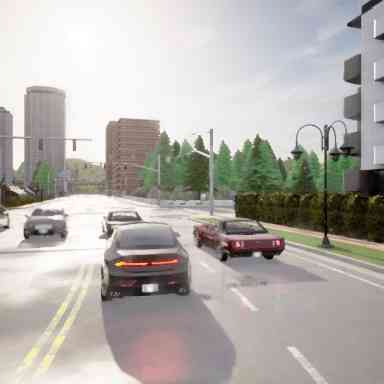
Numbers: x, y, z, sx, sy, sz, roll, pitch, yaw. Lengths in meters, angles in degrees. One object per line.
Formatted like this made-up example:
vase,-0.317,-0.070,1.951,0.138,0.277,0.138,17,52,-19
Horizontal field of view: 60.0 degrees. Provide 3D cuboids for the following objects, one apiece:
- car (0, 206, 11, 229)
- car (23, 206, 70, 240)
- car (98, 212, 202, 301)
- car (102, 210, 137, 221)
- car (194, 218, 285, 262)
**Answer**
car,-11.540,1.507,18.616,1.837,1.490,4.892,0,-1,-18
car,-7.402,1.492,17.204,2.128,1.511,4.902,0,0,-18
car,-1.272,1.505,8.443,1.837,1.490,4.892,0,0,-12
car,-3.637,1.601,17.259,1.895,1.301,4.718,0,0,-18
car,1.429,1.601,12.236,1.895,1.301,4.718,0,0,-14
